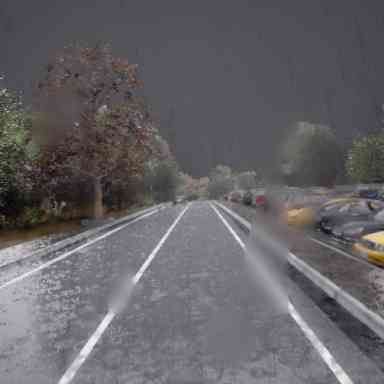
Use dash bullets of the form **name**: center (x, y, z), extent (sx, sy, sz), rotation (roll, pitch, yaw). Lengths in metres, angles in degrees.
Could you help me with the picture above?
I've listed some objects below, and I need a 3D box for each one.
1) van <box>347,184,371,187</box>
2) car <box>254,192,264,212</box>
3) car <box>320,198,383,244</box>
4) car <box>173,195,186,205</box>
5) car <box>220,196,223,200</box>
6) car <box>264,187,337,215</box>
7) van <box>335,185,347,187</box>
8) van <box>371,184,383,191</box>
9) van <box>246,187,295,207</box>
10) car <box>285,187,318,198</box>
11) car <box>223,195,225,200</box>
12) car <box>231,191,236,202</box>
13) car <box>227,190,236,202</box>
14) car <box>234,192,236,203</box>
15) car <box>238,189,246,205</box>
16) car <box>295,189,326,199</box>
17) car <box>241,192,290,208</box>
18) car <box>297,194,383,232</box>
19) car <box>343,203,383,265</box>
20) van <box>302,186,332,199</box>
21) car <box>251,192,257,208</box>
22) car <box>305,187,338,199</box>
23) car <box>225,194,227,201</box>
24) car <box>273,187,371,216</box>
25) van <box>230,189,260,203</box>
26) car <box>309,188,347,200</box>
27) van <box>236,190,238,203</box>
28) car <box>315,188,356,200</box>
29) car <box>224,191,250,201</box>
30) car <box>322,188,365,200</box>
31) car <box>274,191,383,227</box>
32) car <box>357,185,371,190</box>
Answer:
- **van**: center (20.873, 0.054, 38.358), extent (4.442, 1.987, 1.878), rotation (-2, 0, 1)
- **car**: center (7.591, 0.901, 24.985), extent (5.008, 1.535, 2.097), rotation (-2, 1, 1)
- **car**: center (7.264, 1.070, 11.109), extent (4.892, 1.521, 2.231), rotation (-2, 1, 1)
- **car**: center (-1.975, 1.295, 55.069), extent (2.128, 1.511, 4.902), rotation (-2, 0, 1)
- **car**: center (8.456, 0.644, 61.045), extent (5.566, 2.045, 2.435), rotation (-2, 0, 1)
- **car**: center (7.493, 0.810, 22.209), extent (4.553, 1.767, 2.185), rotation (-2, 1, 1)
- **van**: center (21.246, 0.066, 43.890), extent (4.442, 1.987, 1.878), rotation (-2, 0, 1)
- **van**: center (20.739, 0.048, 32.968), extent (4.442, 1.987, 1.878), rotation (-2, 0, 1)
- **van**: center (7.606, 0.613, 30.536), extent (4.442, 1.987, 1.878), rotation (-2, 1, 1)
- **car**: center (21.711, 0.139, 66.044), extent (5.566, 2.045, 2.435), rotation (-2, -1, 1)
- **car**: center (8.456, 0.912, 58.267), extent (4.792, 1.488, 2.163), rotation (-2, 0, 1)
- **car**: center (8.049, 0.859, 44.394), extent (4.792, 1.488, 2.163), rotation (-2, 0, 1)
- **car**: center (8.222, 0.850, 49.942), extent (5.008, 1.535, 2.097), rotation (-2, 0, 1)
- **car**: center (8.012, 0.858, 41.616), extent (4.674, 1.452, 2.002), rotation (-2, 0, 1)
- **car**: center (7.818, 0.548, 33.307), extent (5.566, 2.045, 2.435), rotation (-2, 1, 1)
- **car**: center (21.548, 0.363, 60.509), extent (4.892, 1.521, 2.231), rotation (-2, 0, 1)
- **car**: center (7.899, 0.824, 36.059), extent (4.792, 1.488, 2.163), rotation (-2, 0, 1)
- **car**: center (7.319, 1.037, 13.884), extent (4.892, 1.521, 2.231), rotation (-2, 1, 1)
- **car**: center (7.005, 1.107, 8.339), extent (5.366, 1.575, 1.946), rotation (-2, 1, 1)
- **van**: center (21.592, 0.120, 57.737), extent (4.442, 1.987, 1.878), rotation (-2, 0, 1)
- **car**: center (7.669, 0.907, 27.760), extent (4.674, 1.452, 2.002), rotation (-2, 1, 1)
- **car**: center (21.379, 0.216, 54.971), extent (4.553, 1.767, 2.185), rotation (-2, 0, 1)
- **car**: center (8.360, 0.912, 55.493), extent (4.674, 1.452, 2.002), rotation (-2, 0, 1)
- **car**: center (7.425, 0.844, 19.434), extent (4.553, 1.767, 2.185), rotation (-2, 1, 1)
- **van**: center (8.393, 0.631, 52.716), extent (4.442, 1.987, 1.878), rotation (-2, 0, 1)
- **car**: center (21.344, 0.330, 52.325), extent (5.008, 1.535, 2.097), rotation (-2, 0, 1)
- **van**: center (7.812, 0.586, 38.845), extent (4.442, 1.987, 1.878), rotation (-2, 0, 1)
- **car**: center (21.272, 0.318, 49.430), extent (5.008, 1.535, 2.097), rotation (-2, 0, 1)
- **car**: center (8.590, 0.781, 63.814), extent (4.553, 1.767, 2.185), rotation (-2, 0, 1)
- **car**: center (21.201, 0.309, 46.661), extent (4.892, 1.521, 2.231), rotation (-2, 0, 1)
- **car**: center (7.208, 1.006, 16.664), extent (5.366, 1.575, 1.946), rotation (-2, 1, 1)
- **car**: center (20.935, 0.263, 35.584), extent (5.008, 1.535, 2.097), rotation (-2, 0, 1)
